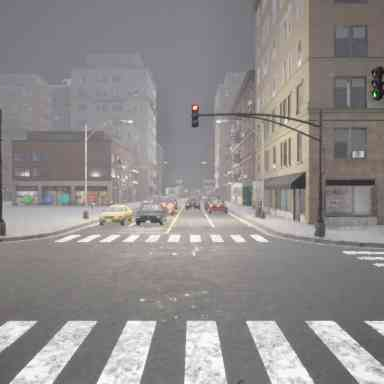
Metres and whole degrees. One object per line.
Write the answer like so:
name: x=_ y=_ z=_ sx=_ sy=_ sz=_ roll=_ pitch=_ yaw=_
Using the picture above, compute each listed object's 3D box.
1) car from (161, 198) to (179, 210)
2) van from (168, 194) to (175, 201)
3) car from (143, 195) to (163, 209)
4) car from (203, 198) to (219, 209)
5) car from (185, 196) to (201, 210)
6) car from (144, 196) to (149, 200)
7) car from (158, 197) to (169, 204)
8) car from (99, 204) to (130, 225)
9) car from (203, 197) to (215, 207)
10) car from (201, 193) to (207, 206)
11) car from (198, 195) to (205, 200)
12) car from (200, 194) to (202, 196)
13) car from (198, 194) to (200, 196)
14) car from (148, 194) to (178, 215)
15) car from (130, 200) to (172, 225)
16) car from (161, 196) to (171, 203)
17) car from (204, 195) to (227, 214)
car: x=-2.831 y=1.550 z=44.222 sx=2.033 sy=1.411 sz=5.357 roll=0 pitch=0 yaw=0
van: x=-5.359 y=1.349 z=86.334 sx=1.690 sy=1.788 sz=3.998 roll=0 pitch=0 yaw=0
car: x=-5.373 y=1.317 z=46.701 sx=2.192 sy=1.841 sz=5.009 roll=0 pitch=0 yaw=0
car: x=2.652 y=1.568 z=46.698 sx=1.947 sy=1.339 sz=4.313 roll=0 pitch=0 yaw=0
car: x=0.111 y=1.603 z=43.896 sx=1.895 sy=1.301 sz=4.718 roll=0 pitch=0 yaw=0
car: x=-5.375 y=1.552 z=41.039 sx=2.008 sy=1.369 sz=4.403 roll=0 pitch=0 yaw=0
car: x=-5.367 y=1.586 z=63.687 sx=1.802 sy=1.307 sz=4.206 roll=0 pitch=0 yaw=0
car: x=-5.381 y=1.526 z=23.883 sx=1.752 sy=1.417 sz=4.829 roll=0 pitch=0 yaw=0
car: x=2.654 y=1.528 z=52.530 sx=1.752 sy=1.417 sz=4.829 roll=0 pitch=0 yaw=0
car: x=2.650 y=1.317 z=41.036 sx=2.192 sy=1.841 sz=5.009 roll=0 pitch=0 yaw=0
car: x=2.668 y=1.575 z=91.993 sx=1.947 sy=1.339 sz=4.313 roll=0 pitch=0 yaw=0
car: x=2.660 y=1.555 z=69.346 sx=2.008 sy=1.369 sz=4.403 roll=0 pitch=0 yaw=0
car: x=0.111 y=1.505 z=67.310 sx=1.837 sy=1.490 sz=4.892 roll=0 pitch=-1 yaw=0
car: x=-2.841 y=1.353 z=33.814 sx=2.097 sy=1.767 sz=4.553 roll=0 pitch=0 yaw=0
car: x=-2.841 y=1.548 z=24.166 sx=2.033 sy=1.411 sz=5.357 roll=0 pitch=0 yaw=0
car: x=-5.365 y=1.530 z=69.179 sx=1.752 sy=1.417 sz=4.829 roll=0 pitch=0 yaw=0
car: x=2.648 y=1.441 z=35.374 sx=1.967 sy=1.590 sz=4.097 roll=0 pitch=0 yaw=0
